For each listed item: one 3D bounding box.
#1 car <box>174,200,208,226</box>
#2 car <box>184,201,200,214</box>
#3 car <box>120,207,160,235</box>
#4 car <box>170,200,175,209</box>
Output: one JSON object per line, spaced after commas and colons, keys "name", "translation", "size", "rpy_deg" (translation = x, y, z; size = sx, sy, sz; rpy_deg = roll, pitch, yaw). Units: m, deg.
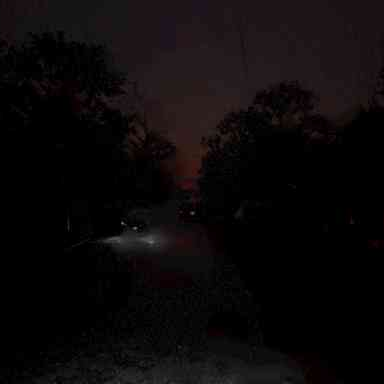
{"name": "car", "translation": [0.028, 1.506, 24.572], "size": [2.097, 1.767, 4.553], "rpy_deg": [0, -1, 0]}
{"name": "car", "translation": [0.025, 1.902, 42.900], "size": [1.882, 1.535, 5.008], "rpy_deg": [0, -1, 0]}
{"name": "car", "translation": [-2.927, 1.624, 19.451], "size": [1.812, 1.442, 4.674], "rpy_deg": [0, -1, 0]}
{"name": "car", "translation": [-2.833, 2.157, 59.782], "size": [1.882, 1.535, 5.008], "rpy_deg": [0, -1, 1]}
